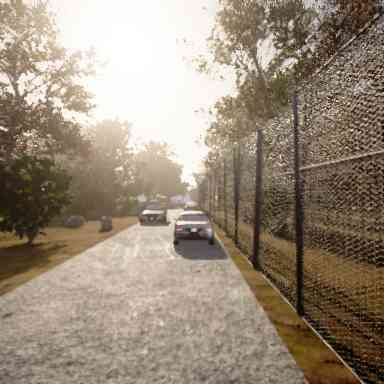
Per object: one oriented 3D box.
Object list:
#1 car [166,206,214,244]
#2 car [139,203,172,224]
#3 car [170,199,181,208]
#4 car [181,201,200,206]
[{"bbox_3d":[0.072,1.624,16.088,2.033,1.411,5.357,0,-1,0],"label":"car"},{"bbox_3d":[-2.914,1.753,26.072,1.994,1.385,4.181,0,-1,0],"label":"car"},{"bbox_3d":[-3.115,2.378,66.390,2.150,2.045,5.566,0,-2,0],"label":"car"},{"bbox_3d":[-0.026,1.907,37.616,1.812,1.442,4.674,0,-1,0],"label":"car"}]
